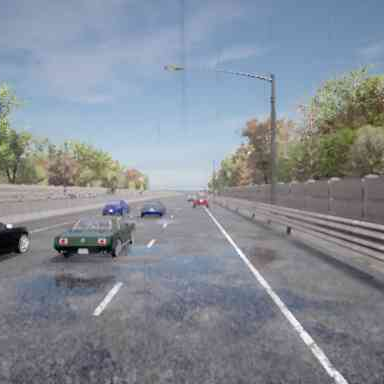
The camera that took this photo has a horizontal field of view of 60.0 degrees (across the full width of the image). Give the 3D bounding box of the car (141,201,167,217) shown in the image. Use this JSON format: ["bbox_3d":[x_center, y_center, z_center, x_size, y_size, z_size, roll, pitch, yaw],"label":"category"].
[{"bbox_3d":[-3.393,1.466,30.056,1.994,1.385,4.181,0,0,0],"label":"car"}]

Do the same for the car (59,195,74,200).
[{"bbox_3d":[-24.492,1.367,65.798,2.033,1.411,5.357,0,0,0],"label":"car"}]

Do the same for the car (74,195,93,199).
[{"bbox_3d":[-20.993,1.367,65.798,2.033,1.411,5.357,0,0,0],"label":"car"}]

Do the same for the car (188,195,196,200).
[{"bbox_3d":[0.009,1.312,79.462,1.895,1.301,4.718,0,0,0],"label":"car"}]

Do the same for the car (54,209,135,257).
[{"bbox_3d":[-3.398,1.559,12.632,1.895,1.301,4.718,0,0,0],"label":"car"}]

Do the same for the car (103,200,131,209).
[{"bbox_3d":[-6.895,1.426,30.592,1.812,1.442,4.674,0,0,0],"label":"car"}]

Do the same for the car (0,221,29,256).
[{"bbox_3d":[-6.899,1.444,10.232,1.882,1.535,5.008,0,0,0],"label":"car"}]

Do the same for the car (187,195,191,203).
[{"bbox_3d":[0.007,1.435,64.092,1.895,1.301,4.718,0,0,0],"label":"car"}]

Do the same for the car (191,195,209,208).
[{"bbox_3d":[1.229,1.218,45.263,2.097,1.767,4.553,0,0,0],"label":"car"}]

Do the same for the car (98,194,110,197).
[{"bbox_3d":[-17.494,1.184,65.955,2.097,1.767,4.553,0,0,0],"label":"car"}]
